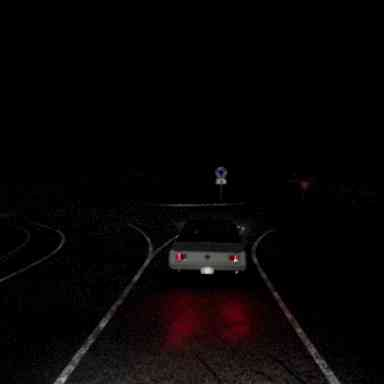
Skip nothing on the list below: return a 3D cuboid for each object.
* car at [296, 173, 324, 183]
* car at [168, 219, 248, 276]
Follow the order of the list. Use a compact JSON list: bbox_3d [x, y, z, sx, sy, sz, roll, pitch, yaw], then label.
[{"bbox_3d":[17.482,-2.126,49.346,1.812,1.442,4.674,-2,6,-25],"label":"car"},{"bbox_3d":[0.561,1.451,9.984,1.895,1.301,4.718,0,3,5],"label":"car"}]
